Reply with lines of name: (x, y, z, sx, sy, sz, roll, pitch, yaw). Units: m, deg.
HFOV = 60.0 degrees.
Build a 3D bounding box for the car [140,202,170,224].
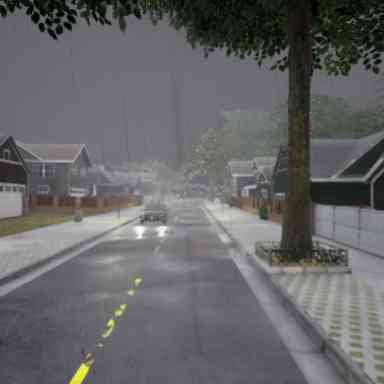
car: (-2.745, 1.549, 25.104, 1.837, 1.490, 4.892, 0, 0, 0)
